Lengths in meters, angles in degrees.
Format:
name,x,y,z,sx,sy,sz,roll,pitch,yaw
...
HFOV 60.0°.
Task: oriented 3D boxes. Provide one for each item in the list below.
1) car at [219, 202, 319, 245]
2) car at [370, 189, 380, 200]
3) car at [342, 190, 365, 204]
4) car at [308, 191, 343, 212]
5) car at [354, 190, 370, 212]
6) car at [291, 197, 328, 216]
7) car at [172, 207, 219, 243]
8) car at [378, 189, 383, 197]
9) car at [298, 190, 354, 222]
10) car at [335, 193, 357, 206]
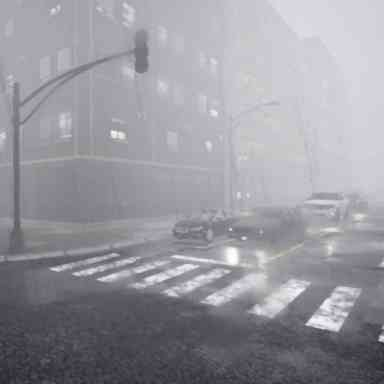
name,x,y,z,sx,sy,sz,roll,pitch,yaw
car,3.676,1.371,14.994,2.033,1.411,5.357,-1,0,39
car,32.700,0.670,61.121,1.947,1.339,4.313,0,1,35
car,23.137,0.644,47.423,2.192,1.841,5.009,0,1,35
car,13.576,0.871,33.728,2.192,1.841,5.009,0,1,35
car,15.103,0.901,31.393,2.097,1.767,4.553,-1,0,35
car,10.390,1.177,29.167,1.887,1.381,4.507,0,1,35
car,0.828,1.414,15.471,2.008,1.369,4.403,0,1,35
car,42.260,0.195,74.811,2.192,1.841,5.009,0,1,35
car,9.454,0.905,23.325,2.150,2.045,5.566,-1,0,35
car,19.853,0.932,42.721,1.752,1.417,4.829,0,1,35
